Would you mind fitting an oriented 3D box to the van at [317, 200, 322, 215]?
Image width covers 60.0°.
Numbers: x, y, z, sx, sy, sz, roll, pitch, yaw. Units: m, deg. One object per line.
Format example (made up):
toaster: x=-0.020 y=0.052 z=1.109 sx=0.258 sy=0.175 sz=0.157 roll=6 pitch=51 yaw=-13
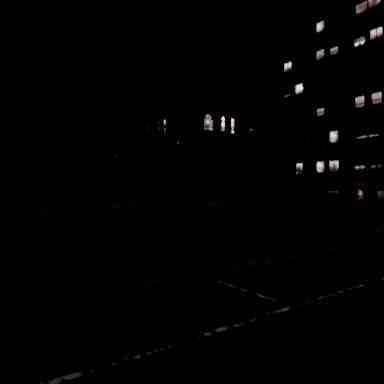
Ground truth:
van: x=10.636 y=1.655 z=32.640 sx=1.690 sy=1.788 sz=3.998 roll=-1 pitch=0 yaw=-36
